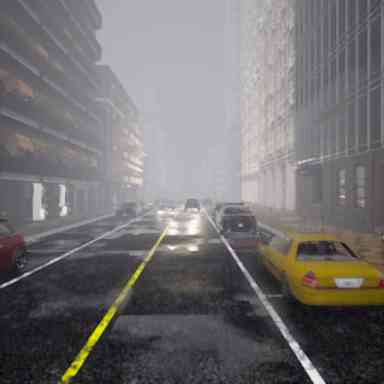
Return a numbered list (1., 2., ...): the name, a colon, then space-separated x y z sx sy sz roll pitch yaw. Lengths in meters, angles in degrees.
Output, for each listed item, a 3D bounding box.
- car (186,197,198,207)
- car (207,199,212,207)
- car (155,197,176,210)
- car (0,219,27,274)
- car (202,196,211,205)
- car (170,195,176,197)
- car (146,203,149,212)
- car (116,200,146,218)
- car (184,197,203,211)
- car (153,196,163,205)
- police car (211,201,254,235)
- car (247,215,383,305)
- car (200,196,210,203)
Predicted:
1. car: -0.007 1.526 53.825 1.812 1.442 4.674 0 0 0
2. car: 2.686 1.560 30.437 1.947 1.339 4.313 0 0 0
3. car: -3.095 1.597 41.923 1.895 1.301 4.718 0 0 0
4. car: -5.692 1.437 7.842 1.967 1.590 4.097 0 0 0
5. car: 2.681 1.547 58.679 1.887 1.381 4.507 0 0 0
6. car: -5.705 1.576 92.570 2.008 1.369 4.403 0 0 0
7. car: -5.696 1.520 35.915 1.752 1.417 4.829 0 0 0
8. car: -5.696 1.560 30.435 1.947 1.339 4.313 0 0 0
9. car: 0.038 1.501 40.813 1.837 1.490 4.892 0 0 0
10. car: -5.700 1.442 58.678 1.967 1.590 4.097 0 0 0
11. police car: 2.364 1.420 18.760 1.930 1.638 5.238 0 0 0
12. car: 2.689 1.523 8.013 1.752 1.417 4.829 0 0 0
13. car: 2.679 1.559 69.977 2.008 1.369 4.403 0 0 0
